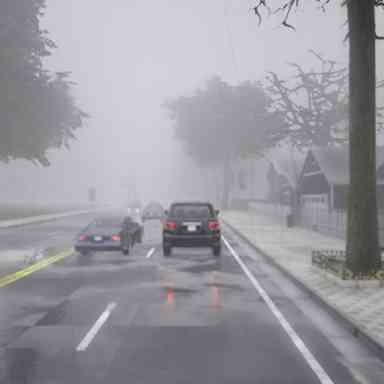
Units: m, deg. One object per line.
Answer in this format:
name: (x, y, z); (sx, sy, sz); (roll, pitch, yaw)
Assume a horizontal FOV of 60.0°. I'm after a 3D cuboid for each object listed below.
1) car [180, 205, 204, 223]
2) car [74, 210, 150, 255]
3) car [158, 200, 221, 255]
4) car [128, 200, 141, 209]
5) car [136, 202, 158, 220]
car: (-0.001, 1.896, 29.121); (1.895, 1.301, 4.718); (0, -1, 0)
car: (-3.250, 1.686, 14.004); (2.033, 1.411, 5.357); (0, -1, 0)
car: (-0.001, 1.356, 14.025); (2.150, 2.045, 5.566); (0, 0, 0)
car: (-9.761, 2.107, 57.444); (1.837, 1.490, 4.892); (0, -1, 0)
car: (-3.252, 1.841, 29.006); (2.033, 1.411, 5.357); (0, -1, 0)
